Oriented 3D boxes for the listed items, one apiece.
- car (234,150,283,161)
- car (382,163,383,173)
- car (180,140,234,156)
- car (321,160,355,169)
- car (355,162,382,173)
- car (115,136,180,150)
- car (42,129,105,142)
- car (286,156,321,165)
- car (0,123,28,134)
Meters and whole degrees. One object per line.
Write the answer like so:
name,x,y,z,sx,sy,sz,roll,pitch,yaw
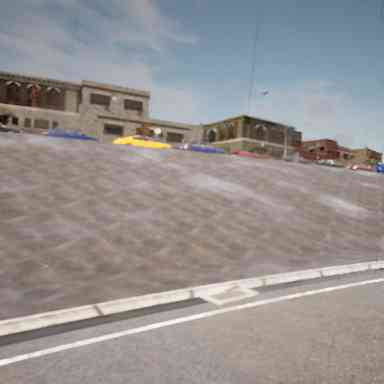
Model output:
car,6.119,-3.319,32.746,4.792,1.488,2.163,3,-1,-27
car,25.398,-2.572,43.695,5.566,2.045,2.435,3,-2,-31
car,1.011,-3.723,30.182,4.553,1.767,2.185,3,-1,-25
car,15.738,-2.871,37.939,4.892,1.521,2.231,3,-1,-29
car,20.606,-2.732,40.779,4.553,1.767,2.185,3,-1,-30
car,-3.984,-3.838,27.820,5.008,1.535,2.097,3,-1,-24
car,-9.046,-4.038,25.558,4.674,1.452,2.002,3,-1,-23
car,10.999,-3.069,35.313,4.674,1.452,2.002,3,-1,-28
car,-14.153,-4.313,23.406,4.892,1.521,2.231,2,-1,-22
